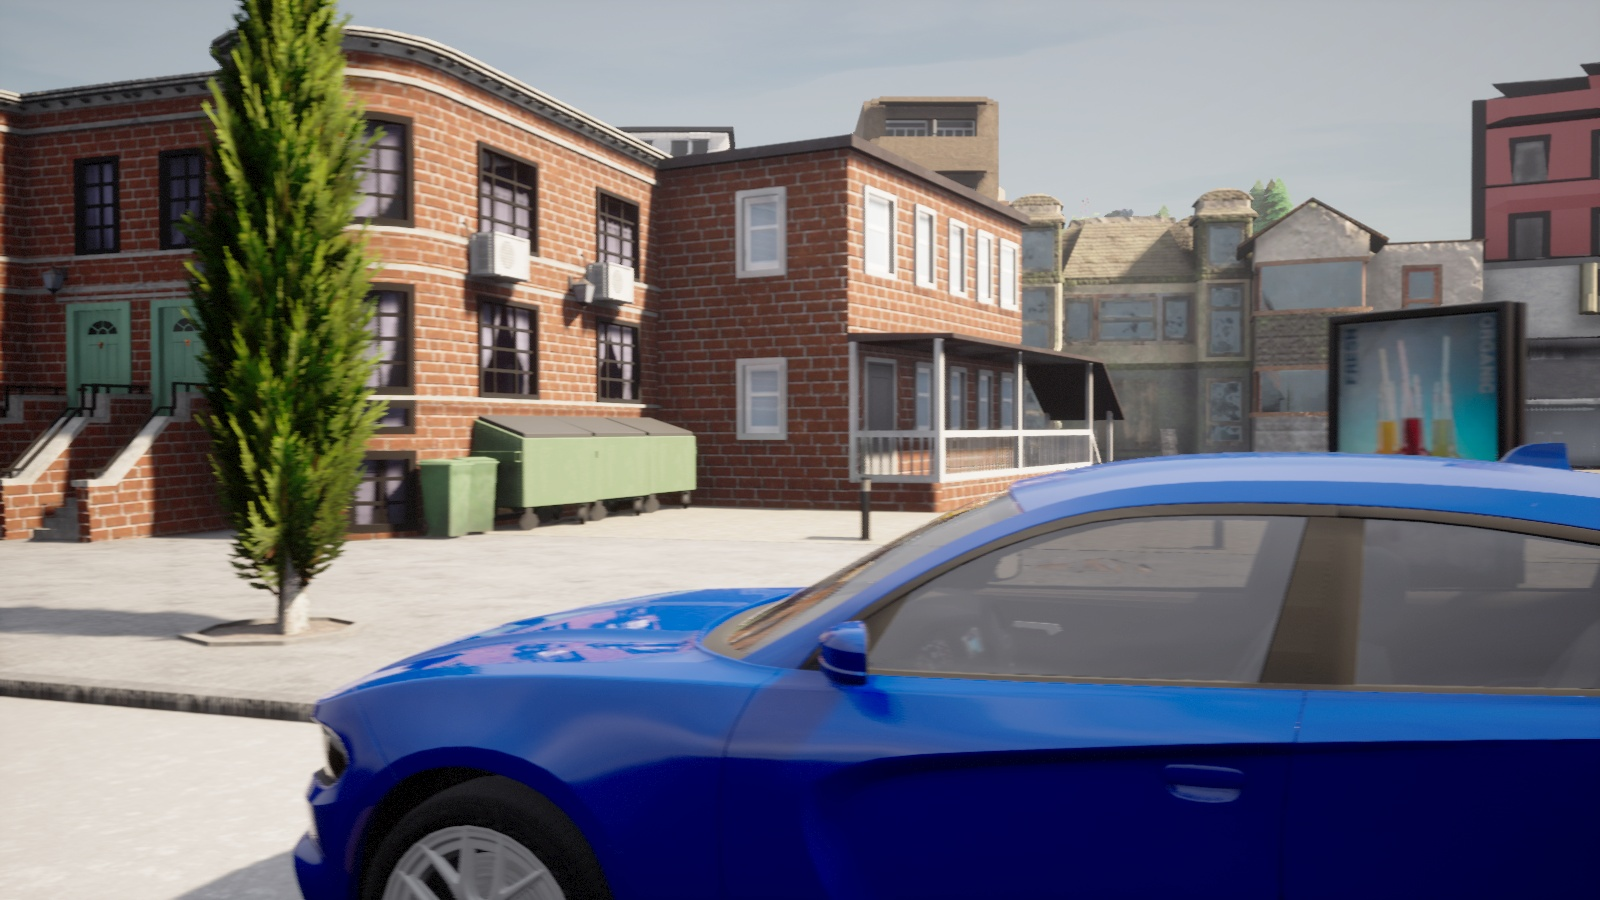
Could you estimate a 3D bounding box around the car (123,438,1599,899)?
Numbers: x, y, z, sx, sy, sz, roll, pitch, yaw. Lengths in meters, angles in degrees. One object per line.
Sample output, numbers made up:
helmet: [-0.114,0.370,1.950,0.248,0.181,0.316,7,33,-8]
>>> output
car: [0.883,0.753,3.423,5.008,1.535,1.882,1,1,19]
